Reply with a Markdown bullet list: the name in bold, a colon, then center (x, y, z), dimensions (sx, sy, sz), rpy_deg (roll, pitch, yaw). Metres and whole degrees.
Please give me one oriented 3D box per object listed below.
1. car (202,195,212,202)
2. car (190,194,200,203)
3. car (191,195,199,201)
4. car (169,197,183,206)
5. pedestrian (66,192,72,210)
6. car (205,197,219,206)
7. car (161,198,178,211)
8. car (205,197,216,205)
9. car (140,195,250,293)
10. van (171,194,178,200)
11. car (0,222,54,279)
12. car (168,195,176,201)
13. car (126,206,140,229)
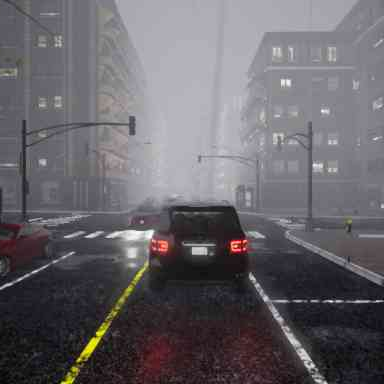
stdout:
- **car**: center (3.403, 1.439, 76.106), dimensions (1.967, 1.590, 4.097), rpy_deg (0, 0, 1)
- **car**: center (0.702, 1.354, 72.859), dimensions (2.097, 1.767, 4.553), rpy_deg (0, 0, 1)
- **car**: center (0.781, 1.477, 82.636), dimensions (1.882, 1.535, 5.008), rpy_deg (0, 0, 1)
- **car**: center (-2.578, 1.563, 54.525), dimensions (1.994, 1.385, 4.181), rpy_deg (0, 0, 1)
- **pedestrian**: center (-12.405, 0.902, 33.421), dimensions (0.375, 1.860, 0.375), rpy_deg (0, -1, 0)
- **car**: center (3.188, 1.549, 53.552), dimensions (2.008, 1.369, 4.403), rpy_deg (0, 0, 1)
- **car**: center (-2.714, 1.524, 41.612), dimensions (1.812, 1.442, 4.674), rpy_deg (0, 0, 1)
- **car**: center (3.242, 1.543, 59.190), dimensions (1.887, 1.381, 4.507), rpy_deg (0, 0, 1)
- **car**: center (0.169, 1.221, 9.035), dimensions (2.150, 2.045, 5.566), rpy_deg (0, 0, 1)
- **van**: center (-4.815, 1.340, 93.108), dimensions (1.690, 1.788, 3.998), rpy_deg (0, 0, 1)
- **car**: center (-5.609, 1.581, 9.952), dimensions (1.802, 1.307, 4.206), rpy_deg (0, 0, 1)
- **car**: center (-4.924, 1.525, 81.660), dimensions (1.752, 1.417, 4.829), rpy_deg (0, 0, 1)
- **car**: center (-2.907, 1.562, 21.386), dimensions (1.994, 1.385, 4.181), rpy_deg (0, 0, 1)
